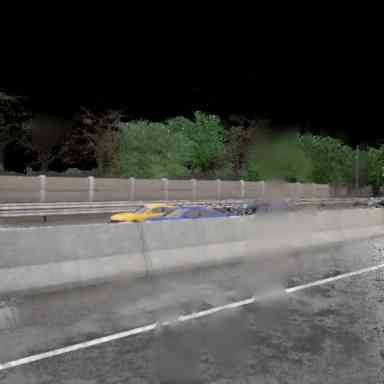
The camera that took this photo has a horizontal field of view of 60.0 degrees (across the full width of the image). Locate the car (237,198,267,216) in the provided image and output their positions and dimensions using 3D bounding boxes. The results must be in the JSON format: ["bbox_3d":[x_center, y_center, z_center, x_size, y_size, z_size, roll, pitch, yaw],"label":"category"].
[{"bbox_3d":[5.948,1.367,33.028,4.553,1.767,2.097,0,0,-38],"label":"car"}]

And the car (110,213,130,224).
[{"bbox_3d":[-2.292,1.480,19.534,5.008,1.535,1.882,0,0,-35],"label":"car"}]

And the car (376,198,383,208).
[{"bbox_3d":[7.612,1.226,9.152,5.566,2.045,2.150,0,0,-35],"label":"car"}]

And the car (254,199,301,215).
[{"bbox_3d":[8.247,1.580,31.161,4.181,1.385,1.994,0,0,-35],"label":"car"}]

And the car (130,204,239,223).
[{"bbox_3d":[-0.271,1.480,16.677,5.008,1.535,1.882,0,0,-35],"label":"car"}]

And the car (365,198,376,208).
[{"bbox_3d":[27.414,1.568,48.944,4.902,1.511,2.128,0,0,-35],"label":"car"}]
